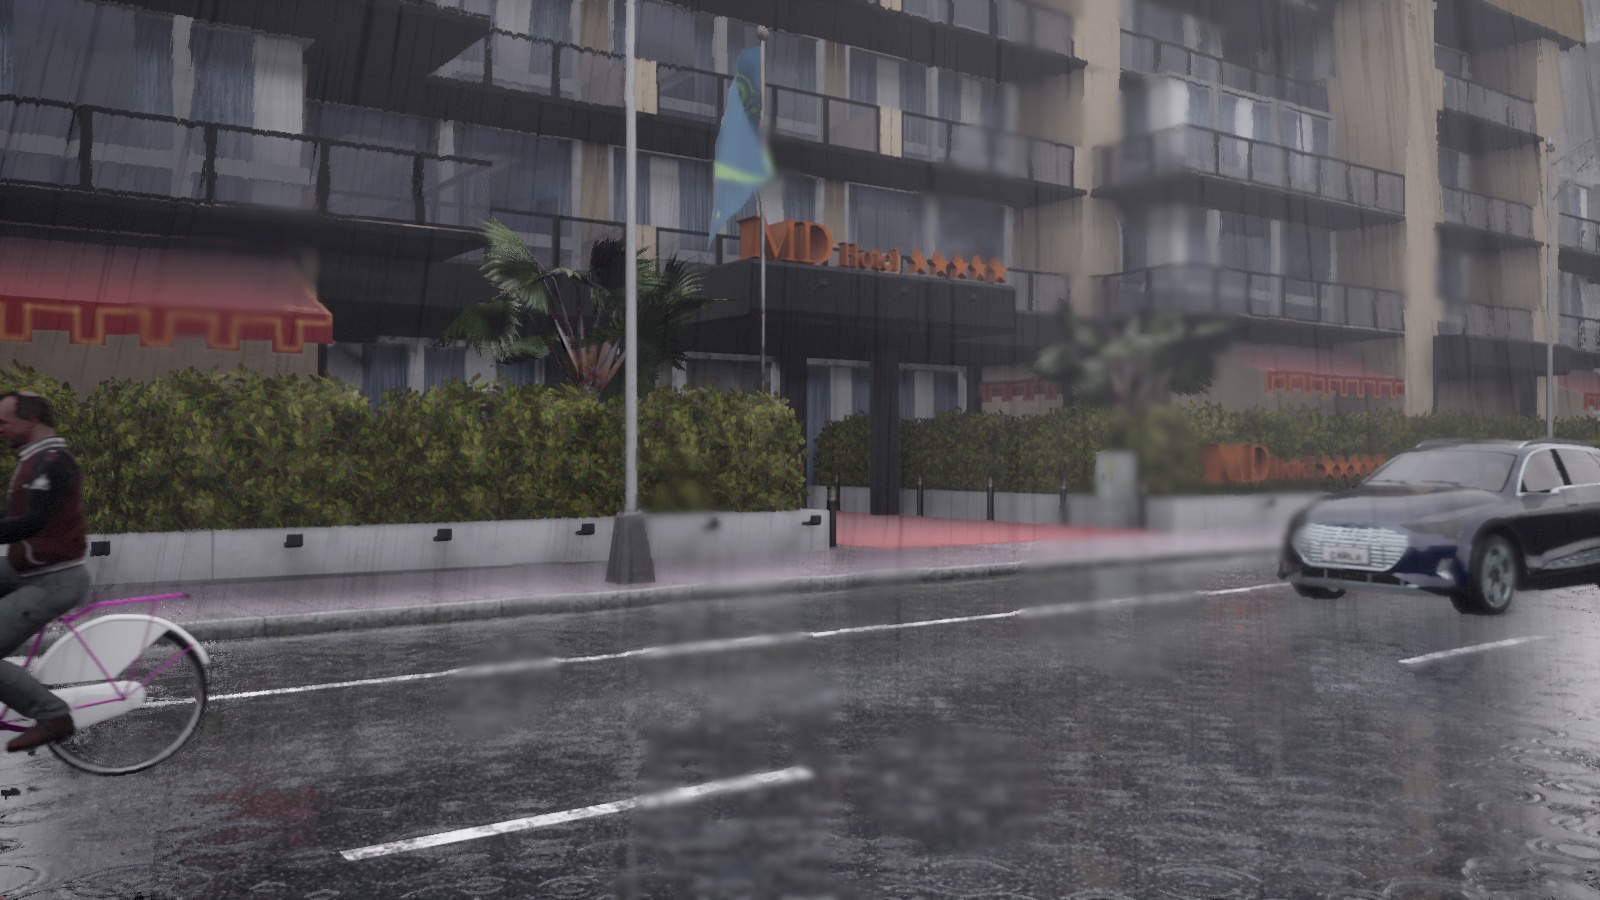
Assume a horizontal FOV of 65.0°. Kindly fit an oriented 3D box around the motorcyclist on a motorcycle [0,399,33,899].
[{"bbox_3d":[-2.323,0.710,2.004,1.817,1.590,0.866,0,0,-36],"label":"motorcyclist on a motorcycle"}]

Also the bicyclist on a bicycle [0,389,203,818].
[{"bbox_3d":[-3.627,0.637,5.374,1.843,1.776,0.659,0,0,-36],"label":"bicyclist on a bicycle"}]

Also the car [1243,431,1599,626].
[{"bbox_3d":[6.919,0.664,12.900,4.856,1.649,2.033,0,0,-35],"label":"car"}]
